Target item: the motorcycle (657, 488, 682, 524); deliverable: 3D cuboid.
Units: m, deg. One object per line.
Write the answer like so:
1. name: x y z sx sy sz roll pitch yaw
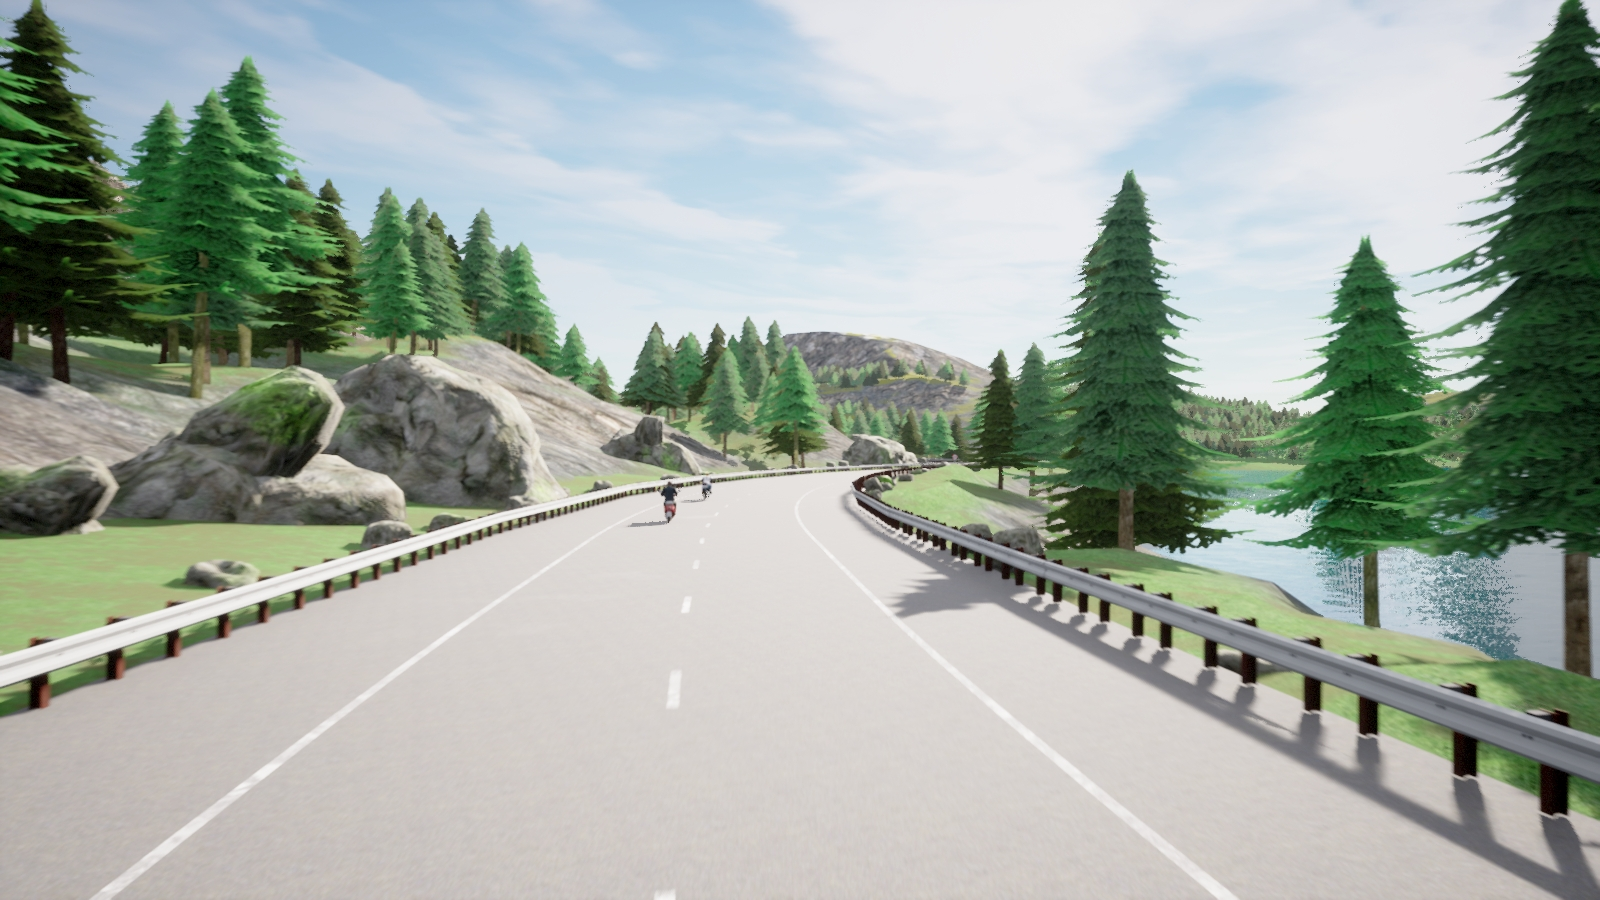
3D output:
1. motorcycle: -5.071 2.178 44.471 0.856 1.236 1.805 0 3 -4

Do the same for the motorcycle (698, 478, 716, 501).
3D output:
1. motorcycle: -5.192 2.175 63.945 0.803 1.217 2.033 0 0 2
